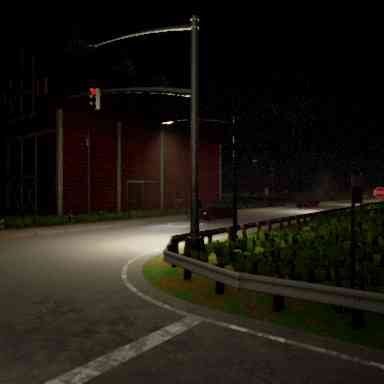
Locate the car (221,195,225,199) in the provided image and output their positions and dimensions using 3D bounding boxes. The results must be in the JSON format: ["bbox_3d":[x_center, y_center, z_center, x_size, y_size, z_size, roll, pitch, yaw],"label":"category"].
[{"bbox_3d":[6.181,1.509,78.094,1.816,1.474,4.193,0,0,36],"label":"car"}]

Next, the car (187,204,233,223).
[{"bbox_3d":[1.628,1.619,26.100,1.895,1.301,4.718,0,0,37],"label":"car"}]

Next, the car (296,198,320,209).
[{"bbox_3d":[15.730,1.496,44.996,1.882,1.535,5.008,0,0,37],"label":"car"}]

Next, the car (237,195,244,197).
[{"bbox_3d":[12.763,1.523,89.212,1.784,1.438,3.905,0,0,36],"label":"car"}]
